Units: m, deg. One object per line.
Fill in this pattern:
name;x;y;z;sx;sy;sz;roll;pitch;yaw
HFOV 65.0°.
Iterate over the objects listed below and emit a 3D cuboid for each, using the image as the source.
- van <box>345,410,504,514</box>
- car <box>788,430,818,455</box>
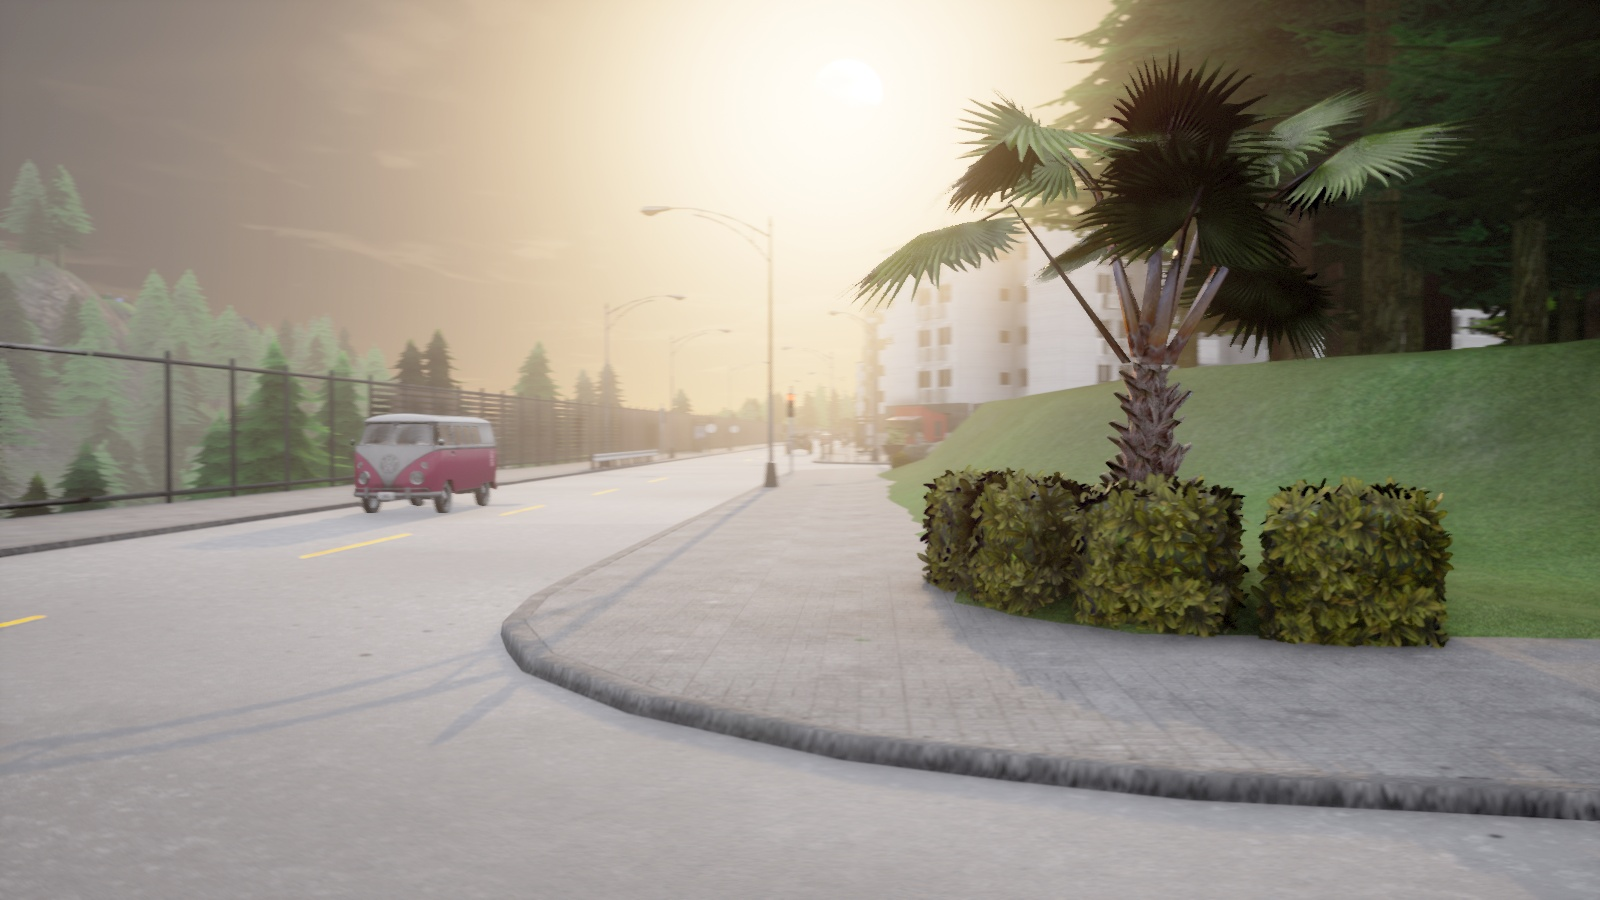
van;-7.690;0.197;26.180;1.775;1.987;4.442;0;1;3
car;0.260;-0.588;93.696;1.932;1.855;4.605;0;1;3
